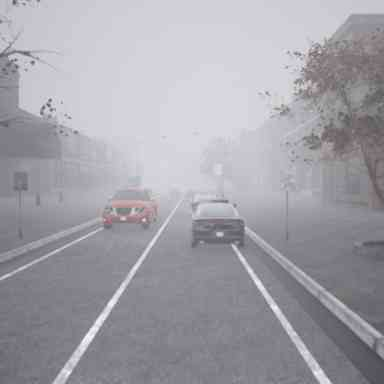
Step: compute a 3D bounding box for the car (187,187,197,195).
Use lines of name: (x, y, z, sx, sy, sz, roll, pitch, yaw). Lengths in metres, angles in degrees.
car: (-0.006, -0.225, 64.838, 2.033, 1.411, 5.357, 0, 2, 0)

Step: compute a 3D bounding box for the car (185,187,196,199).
car: (0.000, 0.200, 50.316, 1.837, 1.490, 4.892, 0, 2, 0)

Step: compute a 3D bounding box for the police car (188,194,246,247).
police car: (0.899, 1.088, 13.296, 1.930, 1.638, 5.238, 0, 1, 0)

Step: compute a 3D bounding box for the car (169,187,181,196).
car: (-3.048, -0.127, 59.838, 1.882, 1.535, 5.008, 0, 2, 1)

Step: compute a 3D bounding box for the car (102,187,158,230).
car: (-3.101, 0.773, 17.762, 2.150, 2.045, 5.566, 0, 1, 0)

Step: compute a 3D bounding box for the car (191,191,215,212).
car: (0.897, 0.743, 29.183, 1.882, 1.535, 5.008, 0, 1, 0)

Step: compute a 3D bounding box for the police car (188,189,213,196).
police car: (0.898, 0.838, 23.293, 1.930, 1.638, 5.238, 0, 1, 0)
